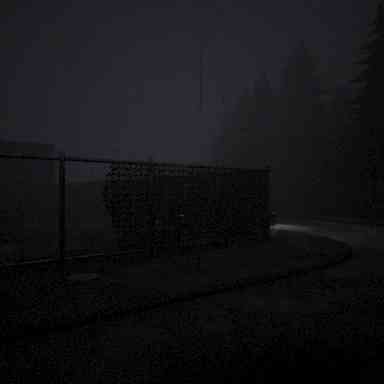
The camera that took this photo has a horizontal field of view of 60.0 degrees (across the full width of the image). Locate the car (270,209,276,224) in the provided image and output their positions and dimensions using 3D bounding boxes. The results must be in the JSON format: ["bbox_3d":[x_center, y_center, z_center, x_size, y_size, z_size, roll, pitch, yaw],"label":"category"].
[{"bbox_3d":[3.783,1.351,23.812,2.097,1.767,4.553,0,0,-36],"label":"car"}]
